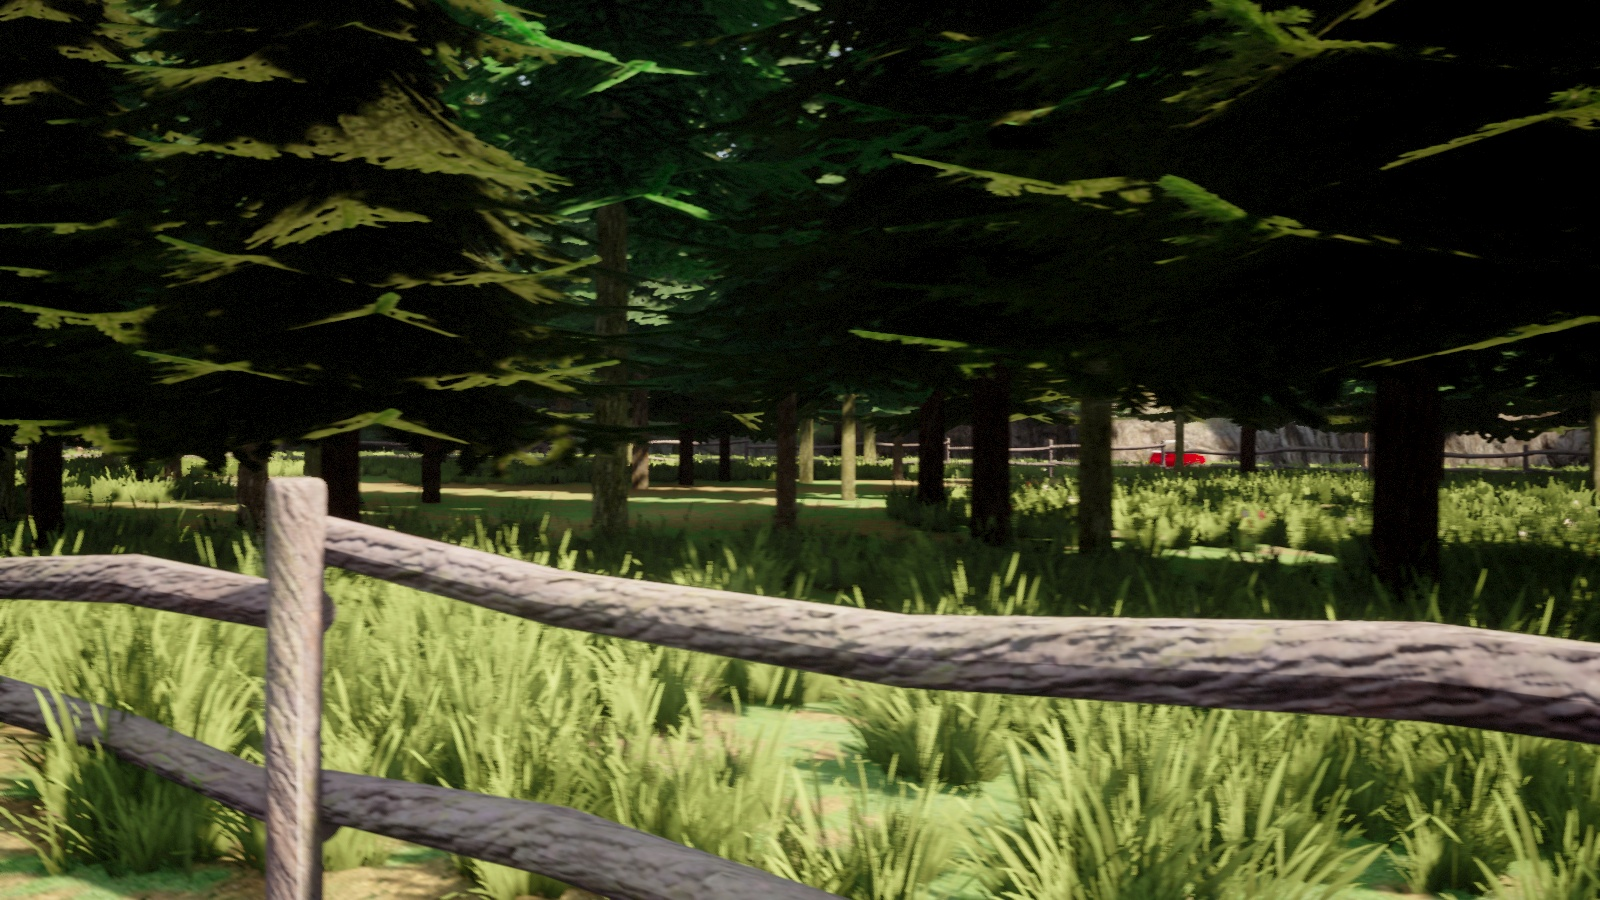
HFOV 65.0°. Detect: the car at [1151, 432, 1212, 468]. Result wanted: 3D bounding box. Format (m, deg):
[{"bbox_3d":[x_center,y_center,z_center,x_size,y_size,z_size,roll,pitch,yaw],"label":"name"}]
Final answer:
[{"bbox_3d":[14.954,0.007,49.323,2.207,1.376,1.481,-1,1,13],"label":"car"}]
